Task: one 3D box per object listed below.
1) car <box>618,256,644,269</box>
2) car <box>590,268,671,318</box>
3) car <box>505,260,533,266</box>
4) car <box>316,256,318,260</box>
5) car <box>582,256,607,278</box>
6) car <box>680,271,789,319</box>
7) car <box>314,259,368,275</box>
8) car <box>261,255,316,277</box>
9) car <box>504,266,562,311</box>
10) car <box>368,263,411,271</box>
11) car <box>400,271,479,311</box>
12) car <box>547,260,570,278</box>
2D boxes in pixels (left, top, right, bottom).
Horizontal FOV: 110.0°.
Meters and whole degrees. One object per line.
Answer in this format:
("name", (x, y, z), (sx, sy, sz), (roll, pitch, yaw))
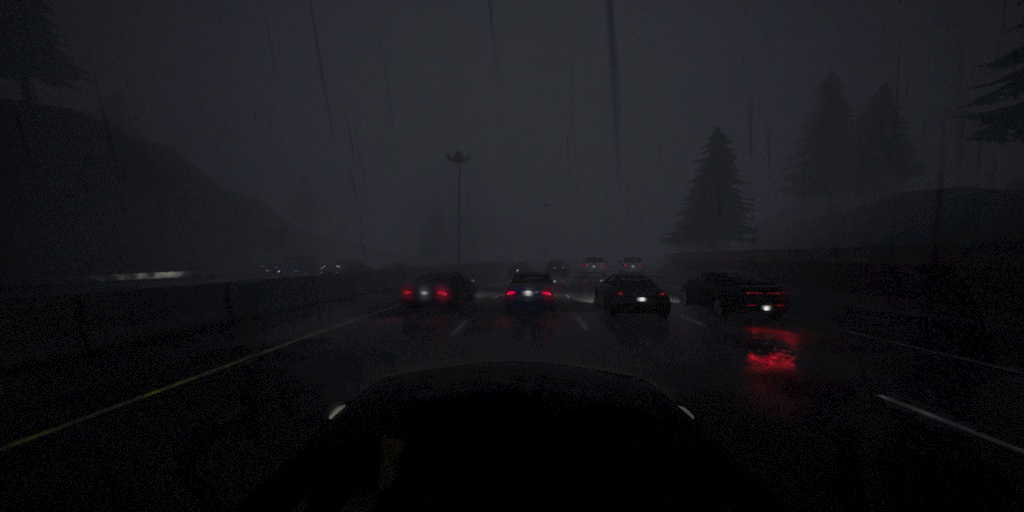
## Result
("car", (11.910, 1.027, 35.788), (2.150, 2.045, 5.566), (0, 0, 15))
("car", (4.271, 1.333, 13.269), (1.994, 1.385, 4.181), (0, 0, 5))
("car", (0.976, 1.339, 35.370), (1.994, 1.385, 4.181), (0, 0, 14))
("car", (-16.981, 1.077, 36.234), (2.097, 1.767, 4.553), (0, 0, 13))
("car", (8.120, 1.016, 35.189), (2.150, 2.045, 5.566), (0, 0, 15))
("car", (7.751, 1.284, 13.016), (1.837, 1.490, 4.892), (0, 0, 5))
("car", (-14.439, 1.277, 31.701), (2.033, 1.411, 5.357), (0, 0, 12))
("car", (-21.008, 0.932, 34.366), (2.150, 2.045, 5.566), (0, 0, 12))
("car", (0.819, 1.308, 14.506), (2.033, 1.411, 5.357), (0, 0, 6))
("car", (-10.649, 1.304, 32.513), (1.994, 1.385, 4.181), (0, 0, 12))
("car", (-2.686, 1.298, 14.504), (2.033, 1.411, 5.357), (0, 0, 6))
("car", (4.505, 1.136, 35.019), (2.097, 1.767, 4.553), (0, 0, 14))
